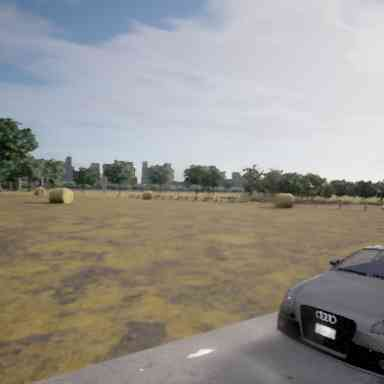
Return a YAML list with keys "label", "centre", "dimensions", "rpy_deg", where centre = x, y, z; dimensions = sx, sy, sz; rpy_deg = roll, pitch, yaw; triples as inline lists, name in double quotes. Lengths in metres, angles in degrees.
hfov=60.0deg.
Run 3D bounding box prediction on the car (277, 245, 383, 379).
- label: "car"
  centre: [3.345, 1.620, 5.393]
  dimensions: [4.181, 1.385, 1.994]
  rpy_deg: [1, 0, -35]
